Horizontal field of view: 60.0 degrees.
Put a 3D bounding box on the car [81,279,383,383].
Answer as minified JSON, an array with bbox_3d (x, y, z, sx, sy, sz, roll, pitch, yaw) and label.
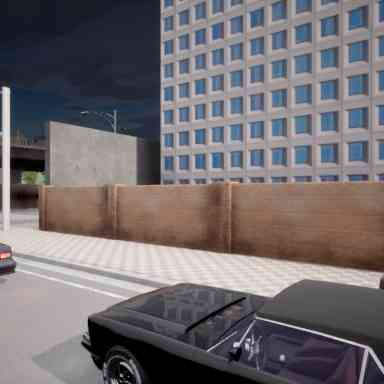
[{"bbox_3d":[1.042,1.601,3.242,4.718,1.301,1.895,0,0,36],"label":"car"}]

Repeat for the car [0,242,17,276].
[{"bbox_3d":[-6.762,1.547,8.821,5.357,1.411,2.033,0,0,36],"label":"car"}]
